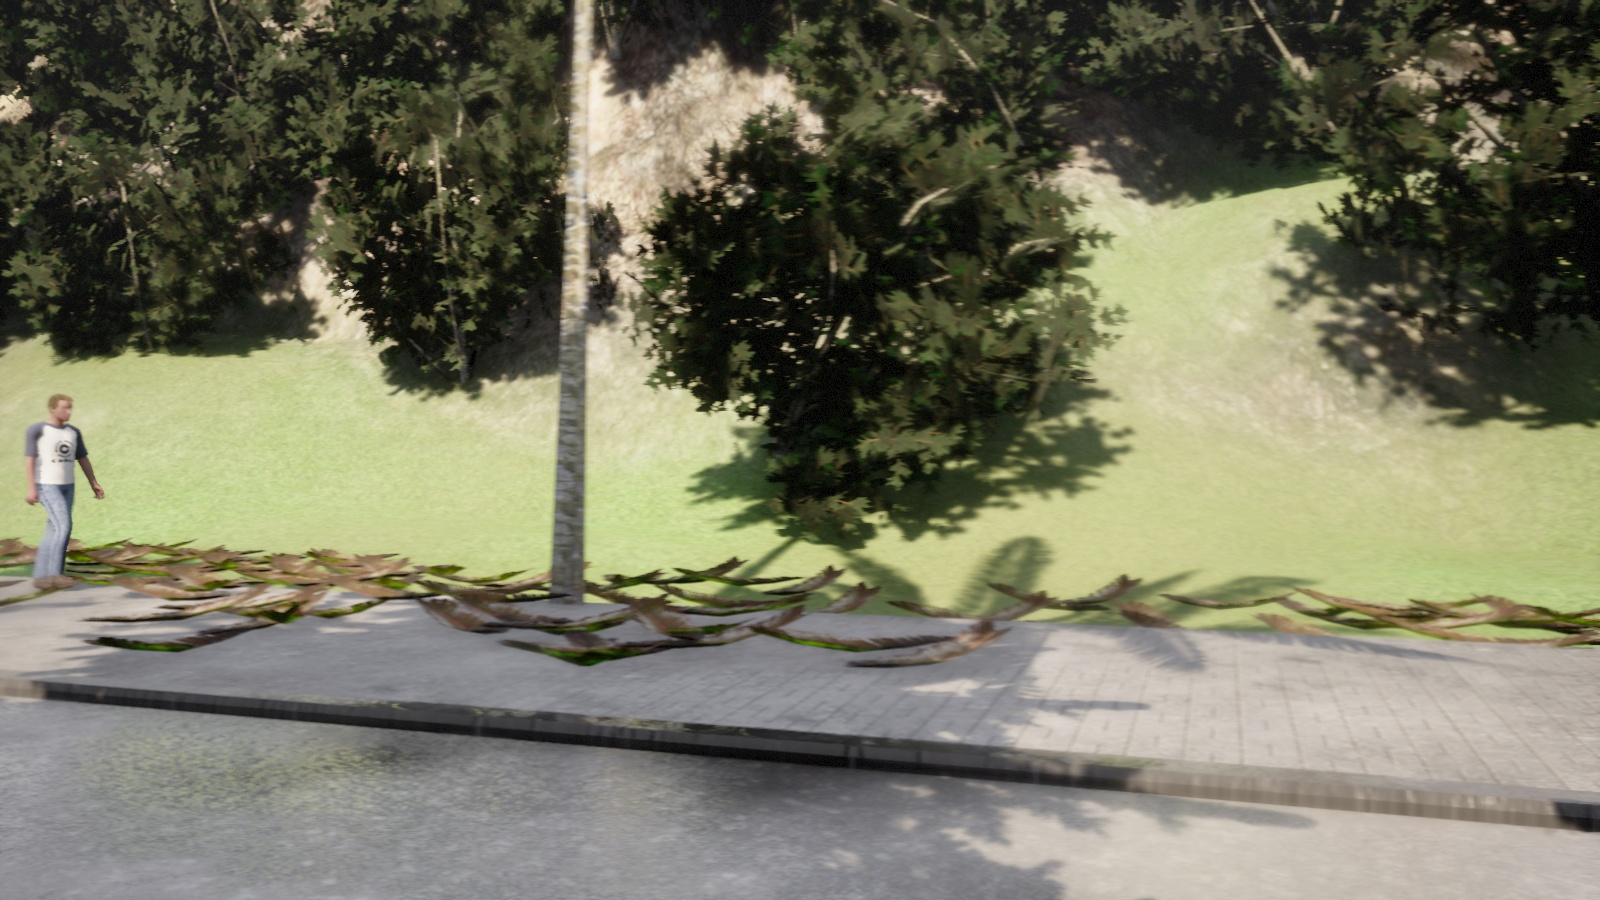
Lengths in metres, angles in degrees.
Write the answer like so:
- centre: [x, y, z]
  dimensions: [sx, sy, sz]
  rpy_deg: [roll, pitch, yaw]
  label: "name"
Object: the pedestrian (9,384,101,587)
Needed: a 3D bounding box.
- centre: [-6.905, 0.314, 11.646]
  dimensions: [0.706, 1.836, 0.354]
  rpy_deg: [1, 1, 19]
  label: "pedestrian"
